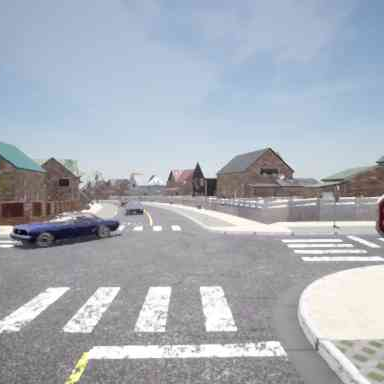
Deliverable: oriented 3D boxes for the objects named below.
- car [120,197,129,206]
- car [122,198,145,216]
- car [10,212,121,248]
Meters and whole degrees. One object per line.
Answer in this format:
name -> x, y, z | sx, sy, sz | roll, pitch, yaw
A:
car -> -11.060, 1.672, 56.406 | 1.837, 1.490, 4.892 | 0, 0, -17
car -> -5.998, 1.647, 34.780 | 2.033, 1.411, 5.357 | 0, 0, -10
car -> -5.818, 1.670, 15.685 | 1.895, 1.301, 4.718 | 0, 2, 41
